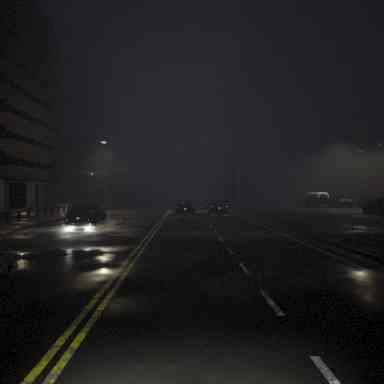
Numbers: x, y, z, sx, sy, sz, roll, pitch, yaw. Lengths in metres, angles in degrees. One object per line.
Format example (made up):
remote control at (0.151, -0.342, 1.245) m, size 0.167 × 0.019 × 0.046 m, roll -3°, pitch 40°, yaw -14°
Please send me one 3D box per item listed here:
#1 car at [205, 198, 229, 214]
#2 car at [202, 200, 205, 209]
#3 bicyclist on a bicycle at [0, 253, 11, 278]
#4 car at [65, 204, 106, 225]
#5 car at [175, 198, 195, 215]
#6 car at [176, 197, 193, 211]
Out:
car at (2.699, 1.564, 34.994) m, size 1.994 × 1.385 × 4.181 m, roll 0°, pitch 0°, yaw -1°
car at (2.413, 1.547, 44.227) m, size 2.033 × 1.411 × 5.357 m, roll 0°, pitch 0°, yaw -1°
bicyclist on a bicycle at (-5.510, 1.455, 8.576) m, size 1.656 × 1.620 × 0.582 m, roll -2°, pitch 0°, yaw -1°
car at (-7.597, 1.564, 24.034) m, size 1.994 × 1.385 × 4.181 m, roll 0°, pitch 0°, yaw -1°
car at (-0.718, 1.564, 33.594) m, size 1.994 × 1.385 × 4.181 m, roll 0°, pitch 0°, yaw -2°
car at (-0.950, 1.492, 42.490) m, size 2.128 × 1.511 × 4.902 m, roll 0°, pitch 0°, yaw -1°
